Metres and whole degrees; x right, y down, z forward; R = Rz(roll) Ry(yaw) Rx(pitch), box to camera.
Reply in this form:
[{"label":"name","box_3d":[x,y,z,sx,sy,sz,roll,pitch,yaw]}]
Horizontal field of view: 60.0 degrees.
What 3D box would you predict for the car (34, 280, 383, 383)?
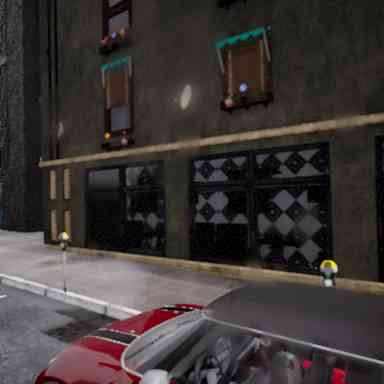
[{"label":"car","box_3d":[0.574,1.448,2.486,4.097,1.590,1.967,-1,-1,36]}]
